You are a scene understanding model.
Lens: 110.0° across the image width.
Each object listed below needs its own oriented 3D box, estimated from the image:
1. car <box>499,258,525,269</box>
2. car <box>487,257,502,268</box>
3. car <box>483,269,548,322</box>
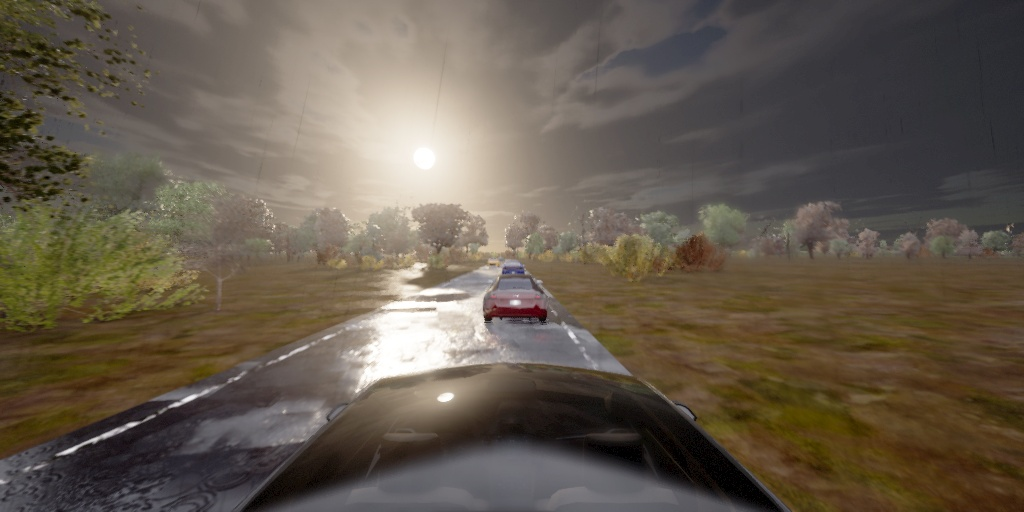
[{"bbox_3d":[0.096,1.175,30.953,1.882,1.535,5.008,0,0,0],"label":"car"},{"bbox_3d":[-3.050,1.108,59.409,1.882,1.535,5.008,0,0,1],"label":"car"},{"bbox_3d":[0.099,1.297,12.222,1.994,1.385,4.181,0,0,0],"label":"car"}]
